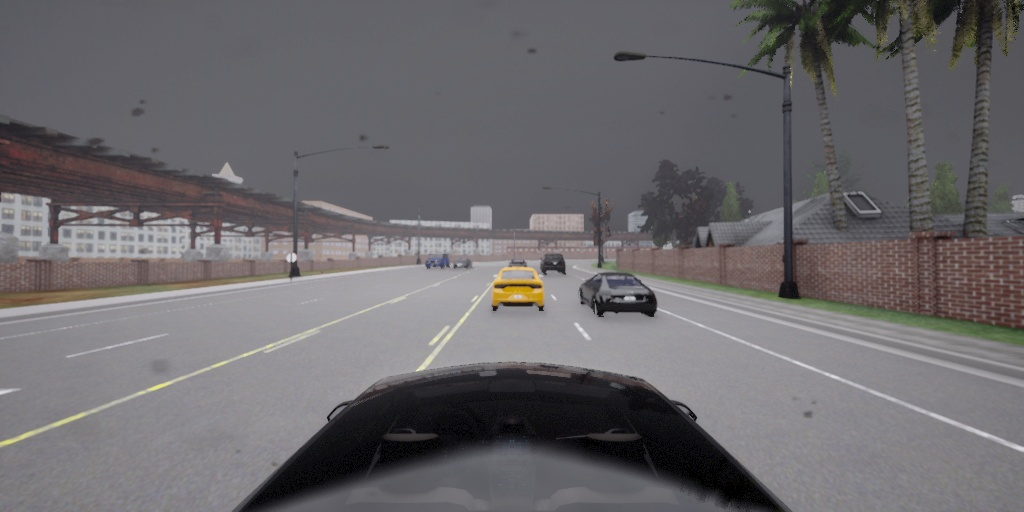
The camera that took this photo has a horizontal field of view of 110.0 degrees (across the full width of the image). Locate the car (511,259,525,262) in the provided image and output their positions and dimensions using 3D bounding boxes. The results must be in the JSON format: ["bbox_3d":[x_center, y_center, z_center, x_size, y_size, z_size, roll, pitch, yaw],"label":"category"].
[{"bbox_3d":[0.610,1.022,37.945,2.128,1.511,4.902,0,1,1],"label":"car"}]

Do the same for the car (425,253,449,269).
[{"bbox_3d":[-9.777,0.674,47.529,2.150,2.045,5.566,0,0,3],"label":"car"}]

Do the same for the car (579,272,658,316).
[{"bbox_3d":[3.719,1.280,13.206,1.994,1.385,4.181,0,0,1],"label":"car"}]

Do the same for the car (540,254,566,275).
[{"bbox_3d":[4.088,0.767,36.287,2.150,2.045,5.566,0,1,1],"label":"car"}]

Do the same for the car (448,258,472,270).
[{"bbox_3d":[-6.314,0.955,46.100,2.128,1.511,4.902,0,0,3],"label":"car"}]

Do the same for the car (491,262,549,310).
[{"bbox_3d":[0.242,1.184,14.503,1.882,1.535,5.008,0,1,1],"label":"car"}]
